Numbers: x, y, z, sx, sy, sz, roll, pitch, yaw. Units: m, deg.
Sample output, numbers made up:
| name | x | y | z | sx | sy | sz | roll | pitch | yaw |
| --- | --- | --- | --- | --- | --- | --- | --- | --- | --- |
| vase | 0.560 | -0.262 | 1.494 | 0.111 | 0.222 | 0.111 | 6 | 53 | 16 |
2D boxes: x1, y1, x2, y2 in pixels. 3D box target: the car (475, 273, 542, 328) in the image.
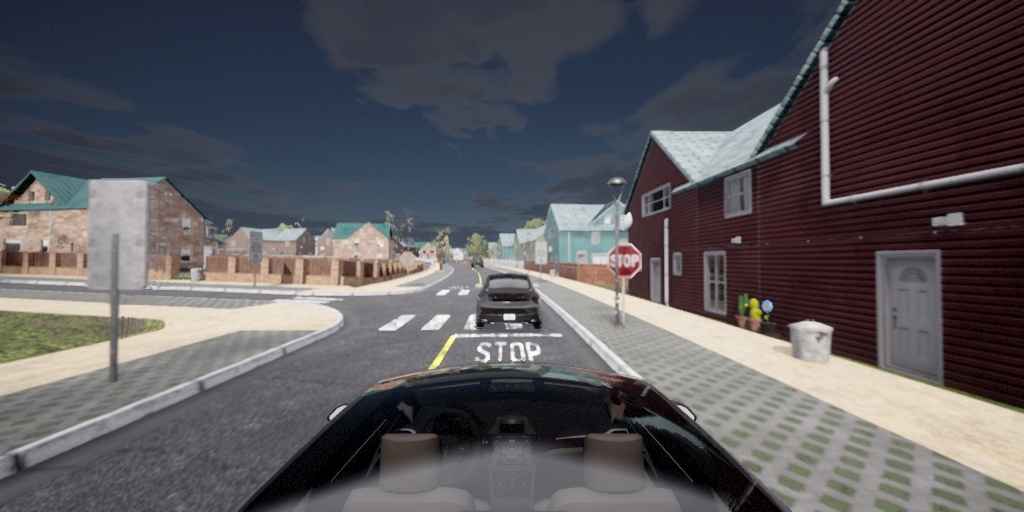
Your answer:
| name | x | y | z | sx | sy | sz | roll | pitch | yaw |
| --- | --- | --- | --- | --- | --- | --- | --- | --- | --- |
| car | -0.135 | 1.298 | 11.552 | 1.837 | 1.490 | 4.892 | 0 | 0 | -2 |
